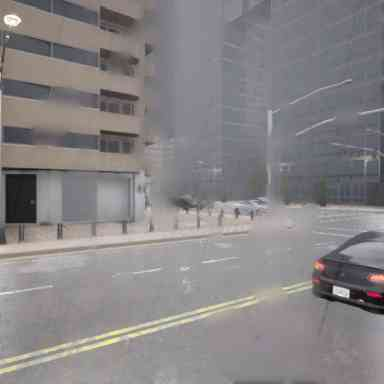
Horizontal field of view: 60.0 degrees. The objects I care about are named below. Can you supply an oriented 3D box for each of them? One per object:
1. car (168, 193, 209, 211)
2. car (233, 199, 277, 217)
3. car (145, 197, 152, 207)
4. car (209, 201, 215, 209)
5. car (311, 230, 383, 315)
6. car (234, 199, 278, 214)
[{"bbox_3d":[-0.775,1.164,40.189,2.150,2.045,5.566,0,0,-35],"label":"car"},{"bbox_3d":[5.739,1.470,31.079,1.812,1.442,4.674,0,0,-35],"label":"car"},{"bbox_3d":[-7.918,1.297,50.360,2.097,1.767,4.553,0,0,-35],"label":"car"},{"bbox_3d":[0.973,1.449,43.790,1.837,1.490,4.892,0,0,-35],"label":"car"},{"bbox_3d":[4.409,1.526,6.961,4.674,1.442,1.812,0,0,-35],"label":"car"},{"bbox_3d":[6.778,1.470,35.642,1.812,1.442,4.674,0,0,-36],"label":"car"}]
